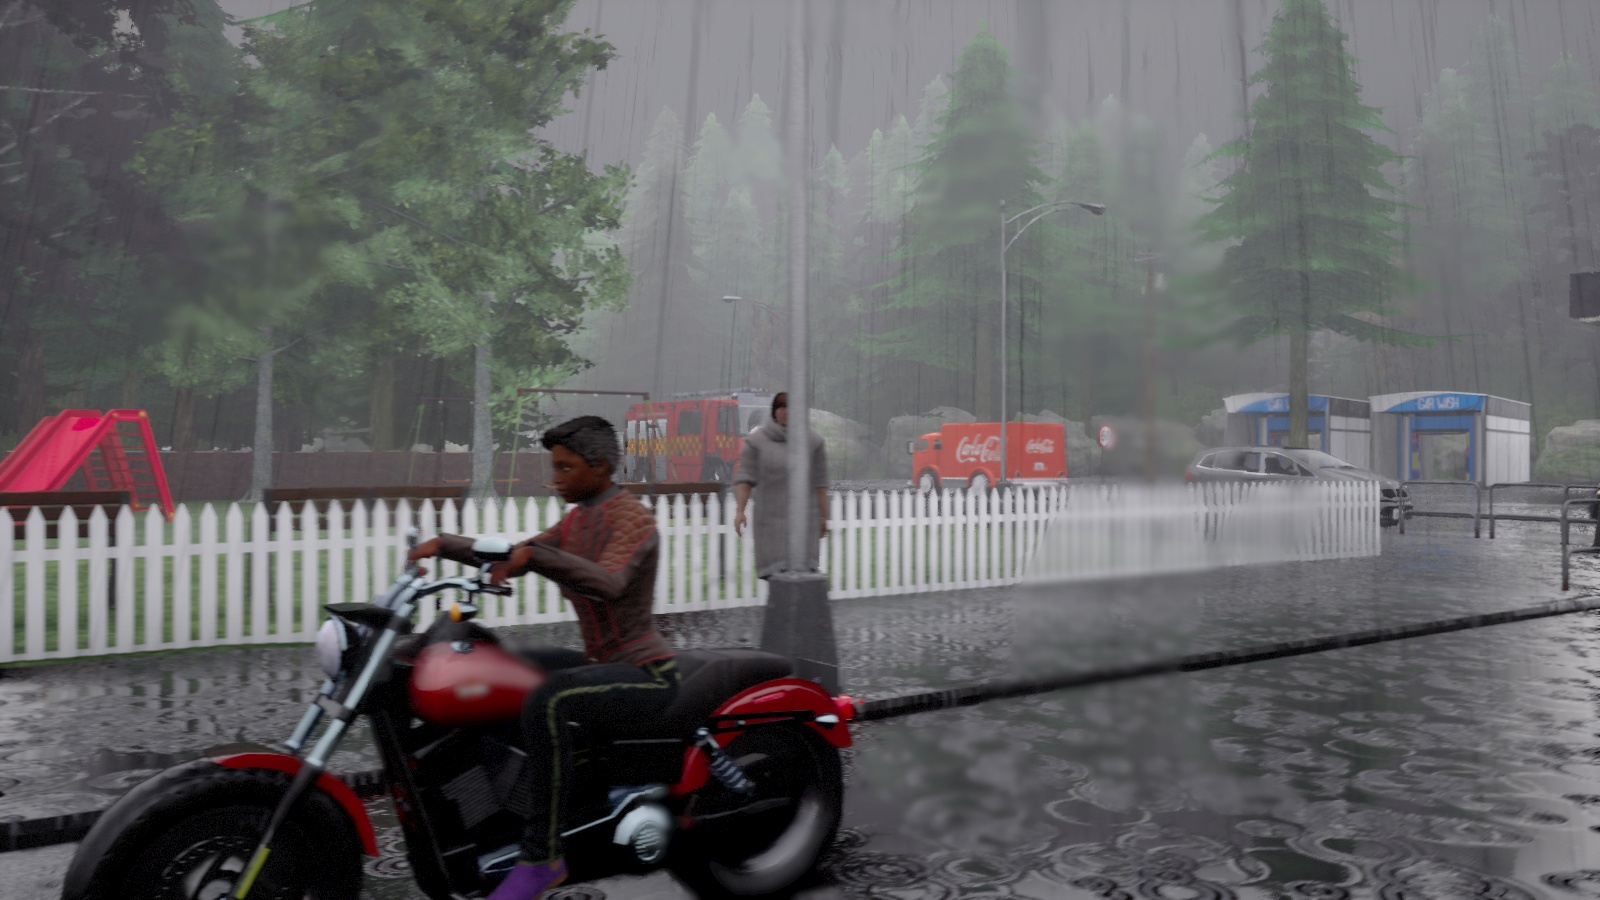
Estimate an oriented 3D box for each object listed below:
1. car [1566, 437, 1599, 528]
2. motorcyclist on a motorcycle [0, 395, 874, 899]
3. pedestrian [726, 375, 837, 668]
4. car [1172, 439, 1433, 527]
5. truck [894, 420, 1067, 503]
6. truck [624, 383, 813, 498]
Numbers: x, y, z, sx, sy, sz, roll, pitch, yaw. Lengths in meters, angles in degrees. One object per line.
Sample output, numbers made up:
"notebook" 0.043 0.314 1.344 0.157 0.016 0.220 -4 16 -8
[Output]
"car" 16.984 0.626 23.241 2.097 1.767 4.553 0 0 -16
"motorcyclist on a motorcycle" -0.954 0.706 3.604 2.350 1.649 0.766 0 0 -35
"pedestrian" -0.150 0.477 8.859 0.659 1.952 0.873 0 0 -9
"car" 10.431 0.632 26.388 2.242 1.667 4.611 0 0 -35
"truck" 5.685 0.347 40.160 2.627 2.467 5.204 0 0 -35
"truck" -3.162 -0.301 45.837 2.891 3.827 8.468 0 0 -35
